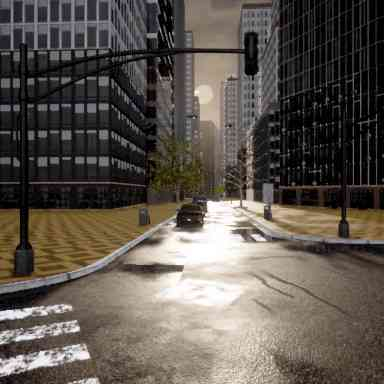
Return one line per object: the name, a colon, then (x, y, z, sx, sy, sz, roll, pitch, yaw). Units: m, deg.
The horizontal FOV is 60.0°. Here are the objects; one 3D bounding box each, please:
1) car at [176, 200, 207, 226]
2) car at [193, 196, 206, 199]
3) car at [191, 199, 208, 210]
car: (-0.070, 1.654, 25.294, 1.882, 1.535, 5.008, 0, 0, 3)
car: (1.077, 1.554, 46.141, 2.150, 2.045, 5.566, 0, 0, 3)
car: (0.493, 1.777, 35.498, 1.812, 1.442, 4.674, 0, 0, 3)
